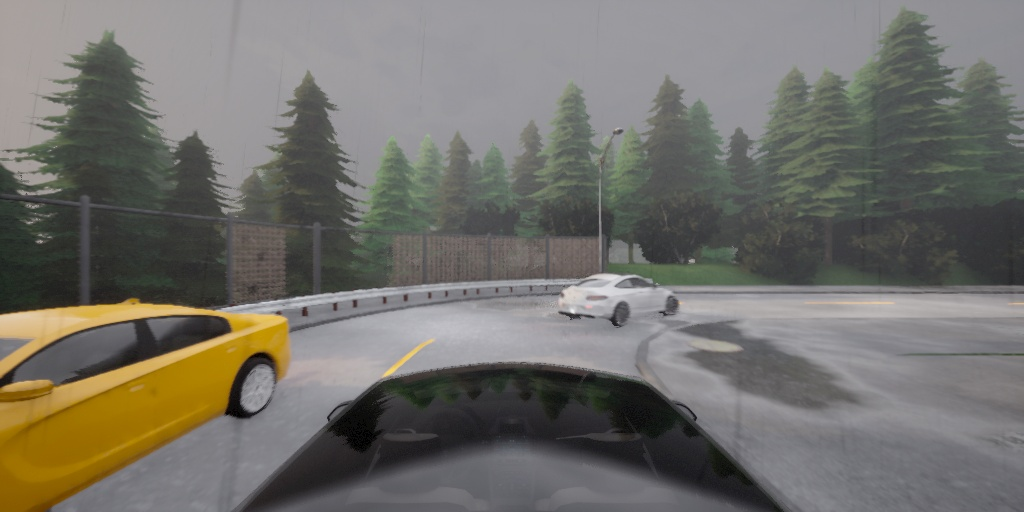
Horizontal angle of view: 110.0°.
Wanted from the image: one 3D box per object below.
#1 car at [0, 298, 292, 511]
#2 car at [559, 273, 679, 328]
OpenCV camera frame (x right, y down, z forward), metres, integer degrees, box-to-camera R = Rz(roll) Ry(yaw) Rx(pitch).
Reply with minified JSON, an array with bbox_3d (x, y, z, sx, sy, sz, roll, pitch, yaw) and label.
[{"bbox_3d":[-4.145,1.228,3.070,1.882,1.535,5.008,0,0,1],"label":"car"},{"bbox_3d":[3.462,1.277,11.448,4.674,1.442,1.812,0,-1,-40],"label":"car"}]
